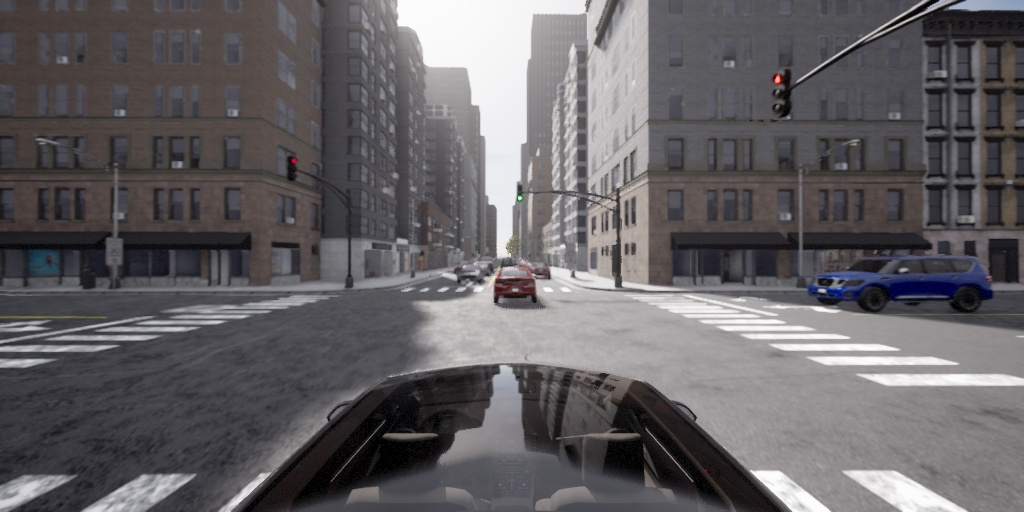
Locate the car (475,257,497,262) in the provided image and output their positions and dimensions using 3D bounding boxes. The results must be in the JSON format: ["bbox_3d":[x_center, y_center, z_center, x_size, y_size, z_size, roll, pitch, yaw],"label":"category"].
[{"bbox_3d":[-3.629,1.141,49.683,2.150,2.045,5.566,0,0,-1],"label":"car"}]

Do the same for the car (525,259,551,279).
[{"bbox_3d":[2.569,1.305,34.248,1.967,1.591,4.097,0,0,-1],"label":"car"}]

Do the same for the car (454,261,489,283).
[{"bbox_3d":[-3.241,1.391,28.880,2.033,1.411,5.357,0,0,-1],"label":"car"}]

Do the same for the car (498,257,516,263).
[{"bbox_3d":[-0.856,1.192,60.036,2.150,2.045,5.566,0,0,-1],"label":"car"}]

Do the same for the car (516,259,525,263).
[{"bbox_3d":[2.072,1.535,56.857,1.802,1.307,4.207,0,0,-1],"label":"car"}]

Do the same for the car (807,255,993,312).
[{"bbox_3d":[14.829,1.000,13.897,5.566,2.045,2.150,0,0,2],"label":"car"}]

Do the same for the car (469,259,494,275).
[{"bbox_3d":[-3.397,1.372,39.099,2.128,1.511,4.902,0,0,-1],"label":"car"}]

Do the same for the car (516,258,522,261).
[{"bbox_3d":[1.947,1.530,62.510,1.888,1.381,4.507,0,0,-1],"label":"car"}]

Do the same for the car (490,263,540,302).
[{"bbox_3d":[0.117,1.275,17.402,1.882,1.535,5.008,0,0,-1],"label":"car"}]

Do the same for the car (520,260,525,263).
[{"bbox_3d":[2.320,1.488,45.555,1.802,1.307,4.207,0,0,-1],"label":"car"}]
